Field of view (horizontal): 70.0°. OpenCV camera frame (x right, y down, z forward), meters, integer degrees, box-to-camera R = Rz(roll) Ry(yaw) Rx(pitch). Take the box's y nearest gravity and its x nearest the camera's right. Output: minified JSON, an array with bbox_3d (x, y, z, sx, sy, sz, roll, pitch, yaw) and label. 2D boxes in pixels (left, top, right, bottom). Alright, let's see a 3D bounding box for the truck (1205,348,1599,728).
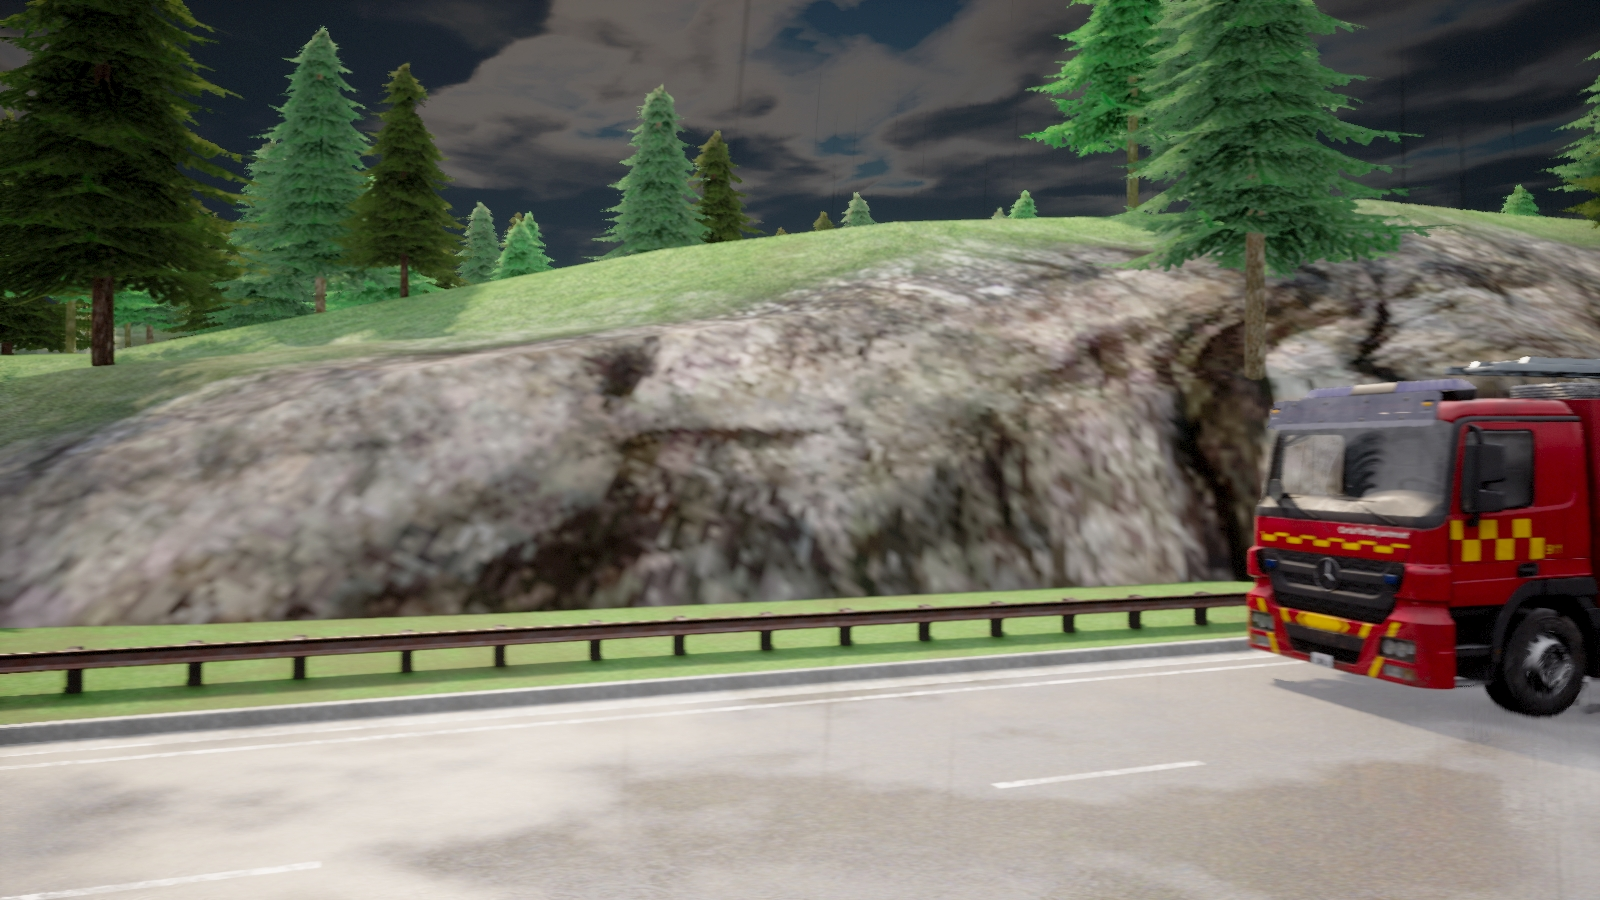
[{"bbox_3d":[9.530,0.891,14.127,8.468,3.827,2.891,0,0,-17],"label":"truck"}]
